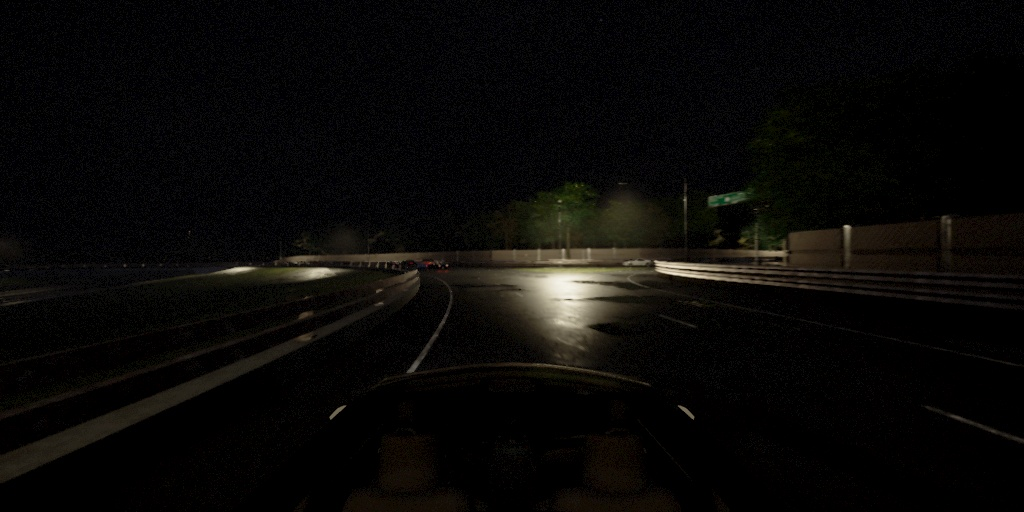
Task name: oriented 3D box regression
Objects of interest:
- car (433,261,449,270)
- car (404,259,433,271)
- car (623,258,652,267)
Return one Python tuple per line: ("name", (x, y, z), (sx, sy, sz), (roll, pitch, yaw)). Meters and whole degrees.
("car", (-11.671, 1.552, 56.304), (1.895, 1.301, 4.718), (-1, 0, -33))
("car", (-14.057, 1.527, 53.506), (2.033, 1.411, 5.357), (-1, 0, -31))
("car", (20.642, 1.103, 58.953), (4.674, 1.442, 1.812), (-1, 0, -7))
